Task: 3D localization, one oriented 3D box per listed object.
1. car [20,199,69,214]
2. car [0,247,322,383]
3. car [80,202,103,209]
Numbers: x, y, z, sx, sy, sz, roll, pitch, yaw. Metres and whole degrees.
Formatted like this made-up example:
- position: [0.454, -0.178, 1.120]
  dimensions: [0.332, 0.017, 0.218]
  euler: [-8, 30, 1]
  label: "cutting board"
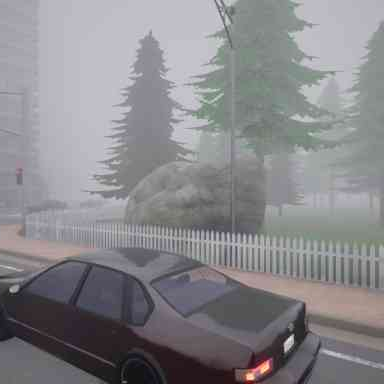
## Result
- position: [-15.301, 1.492, 34.954]
  dimensions: [2.033, 1.411, 5.357]
  euler: [0, 0, 17]
  label: "car"
- position: [-1.081, 1.547, 4.759]
  dimensions: [5.357, 1.411, 2.033]
  euler: [0, 0, 35]
  label: "car"
- position: [-13.599, 1.545, 45.094]
  dimensions: [1.895, 1.301, 4.718]
  euler: [0, 0, 2]
  label: "car"
